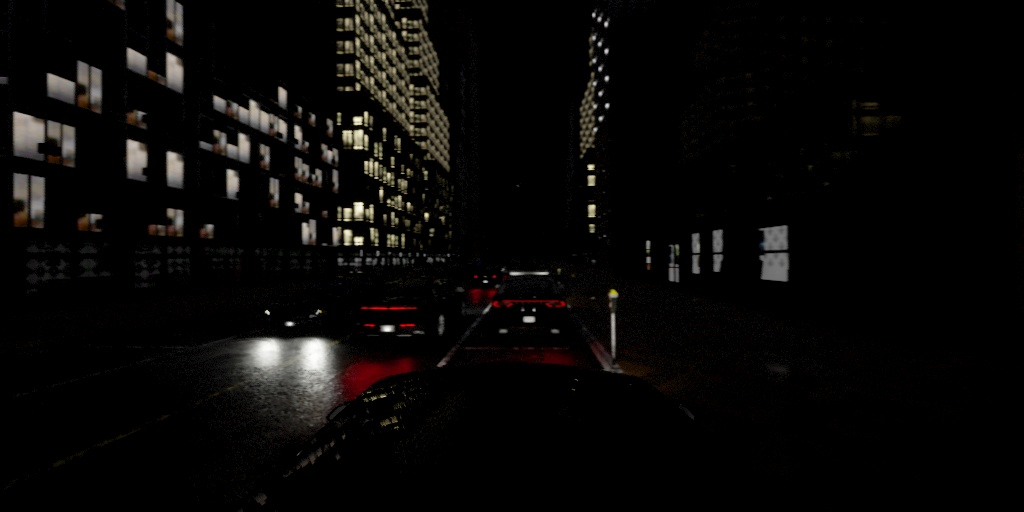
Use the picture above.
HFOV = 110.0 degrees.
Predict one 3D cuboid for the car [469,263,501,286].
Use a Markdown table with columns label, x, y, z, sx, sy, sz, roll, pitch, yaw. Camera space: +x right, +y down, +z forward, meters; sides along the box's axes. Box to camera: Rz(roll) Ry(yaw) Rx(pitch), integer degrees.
| label | x | y | z | sx | sy | sz | roll | pitch | yaw |
| --- | --- | --- | --- | --- | --- | --- | --- | --- | --- |
| car | -1.702 | 1.459 | 26.750 | 1.895 | 1.301 | 4.718 | -1 | 0 | 3 |

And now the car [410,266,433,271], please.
| label | x | y | z | sx | sy | sz | roll | pitch | yaw |
| --- | --- | --- | --- | --- | --- | --- | --- | --- | --- |
| car | -7.362 | 1.505 | 29.339 | 1.802 | 1.307 | 4.207 | 0 | 0 | 3 |

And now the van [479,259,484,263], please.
| label | x | y | z | sx | sy | sz | roll | pitch | yaw |
| --- | --- | --- | --- | --- | --- | --- | --- | --- | --- |
| van | -5.917 | 1.342 | 57.766 | 1.690 | 1.789 | 3.998 | 0 | 0 | 3 |

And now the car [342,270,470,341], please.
| label | x | y | z | sx | sy | sz | roll | pitch | yaw |
| --- | --- | --- | --- | --- | --- | --- | --- | --- | --- |
| car | -2.550 | 1.312 | 10.102 | 1.837 | 1.490 | 4.892 | -1 | 0 | 3 |

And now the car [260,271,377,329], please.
| label | x | y | z | sx | sy | sz | roll | pitch | yaw |
| --- | --- | --- | --- | --- | --- | --- | --- | --- | --- |
| car | -5.658 | 1.392 | 11.995 | 2.033 | 1.411 | 5.357 | -1 | 0 | 3 |

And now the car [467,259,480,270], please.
| label | x | y | z | sx | sy | sz | roll | pitch | yaw |
| --- | --- | --- | --- | --- | --- | --- | --- | --- | --- |
| car | -6.206 | 1.531 | 52.080 | 1.888 | 1.381 | 4.507 | 0 | 0 | 3 |

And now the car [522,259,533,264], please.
| label | x | y | z | sx | sy | sz | roll | pitch | yaw |
| --- | --- | --- | --- | --- | --- | --- | --- | --- | --- |
| car | 1.874 | 1.453 | 45.957 | 1.948 | 1.339 | 4.313 | 0 | 0 | 3 |

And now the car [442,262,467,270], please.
| label | x | y | z | sx | sy | sz | roll | pitch | yaw |
| --- | --- | --- | --- | --- | --- | --- | --- | --- | --- |
| car | -6.784 | 1.506 | 40.710 | 2.007 | 1.370 | 4.403 | 0 | 0 | 3 |

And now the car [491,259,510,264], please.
| label | x | y | z | sx | sy | sz | roll | pitch | yaw |
| --- | --- | --- | --- | --- | --- | --- | --- | --- | --- |
| car | -0.985 | 1.410 | 42.867 | 1.837 | 1.490 | 4.892 | -1 | 0 | 3 |

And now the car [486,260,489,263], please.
| label | x | y | z | sx | sy | sz | roll | pitch | yaw |
| --- | --- | --- | --- | --- | --- | --- | --- | --- | --- |
| car | -5.628 | 1.598 | 63.450 | 1.802 | 1.307 | 4.207 | 0 | 0 | 3 |

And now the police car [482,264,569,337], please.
| label | x | y | z | sx | sy | sz | roll | pitch | yaw |
| --- | --- | --- | --- | --- | --- | --- | --- | --- | --- |
| police car | 0.506 | 1.203 | 10.494 | 1.930 | 1.638 | 5.238 | -1 | 0 | 3 |
